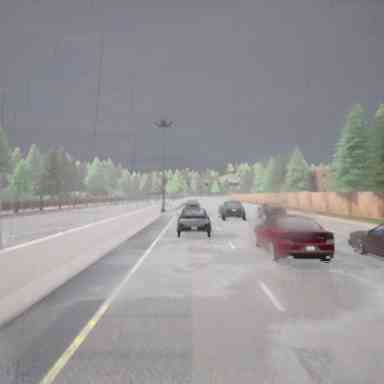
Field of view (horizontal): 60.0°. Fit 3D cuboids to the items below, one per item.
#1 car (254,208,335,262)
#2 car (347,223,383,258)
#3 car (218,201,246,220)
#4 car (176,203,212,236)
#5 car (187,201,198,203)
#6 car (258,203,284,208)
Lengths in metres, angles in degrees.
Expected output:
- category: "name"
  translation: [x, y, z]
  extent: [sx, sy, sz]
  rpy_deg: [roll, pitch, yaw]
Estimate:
- category: "car"
  translation: [3.605, 1.578, 12.573]
  extent: [1.882, 1.535, 5.008]
  rpy_deg: [0, 0, 0]
- category: "car"
  translation: [7.099, 1.633, 10.756]
  extent: [2.033, 1.411, 5.357]
  rpy_deg: [0, 0, 0]
- category: "car"
  translation: [3.611, 1.597, 30.634]
  extent: [2.097, 1.767, 4.553]
  rpy_deg: [0, 0, 0]
- category: "car"
  translation: [0.108, 1.646, 19.323]
  extent: [2.128, 1.511, 4.902]
  rpy_deg: [0, 0, 0]
- category: "car"
  translation: [0.063, 1.826, 40.250]
  extent: [1.837, 1.490, 4.892]
  rpy_deg: [0, 0, 0]
- category: "car"
  translation: [7.113, 1.743, 29.896]
  extent: [1.837, 1.490, 4.892]
  rpy_deg: [0, 0, 0]
